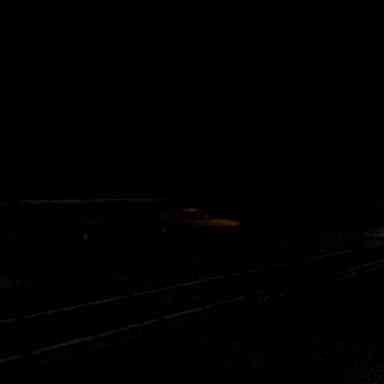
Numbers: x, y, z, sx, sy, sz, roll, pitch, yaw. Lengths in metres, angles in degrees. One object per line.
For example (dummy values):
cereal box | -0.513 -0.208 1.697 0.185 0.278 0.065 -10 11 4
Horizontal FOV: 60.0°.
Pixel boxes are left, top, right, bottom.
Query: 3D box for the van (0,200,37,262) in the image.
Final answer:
van | -7.248 1.276 10.769 4.442 1.987 1.878 -1 -1 35

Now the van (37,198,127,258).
van | -4.826 1.257 12.501 4.442 1.987 1.878 -1 -1 35

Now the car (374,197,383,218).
car | 12.007 1.352 24.687 4.892 1.521 2.231 -1 0 34

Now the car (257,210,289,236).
car | 2.319 1.457 17.767 4.792 1.488 2.163 -1 0 34

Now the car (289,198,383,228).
car | 9.754 1.364 22.850 5.366 1.575 1.946 -1 -1 34

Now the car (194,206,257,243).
car | 0.079 1.440 15.919 5.366 1.575 1.946 -1 -1 34

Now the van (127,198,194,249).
van | -2.403 1.238 14.233 4.442 1.987 1.878 -1 -1 34
